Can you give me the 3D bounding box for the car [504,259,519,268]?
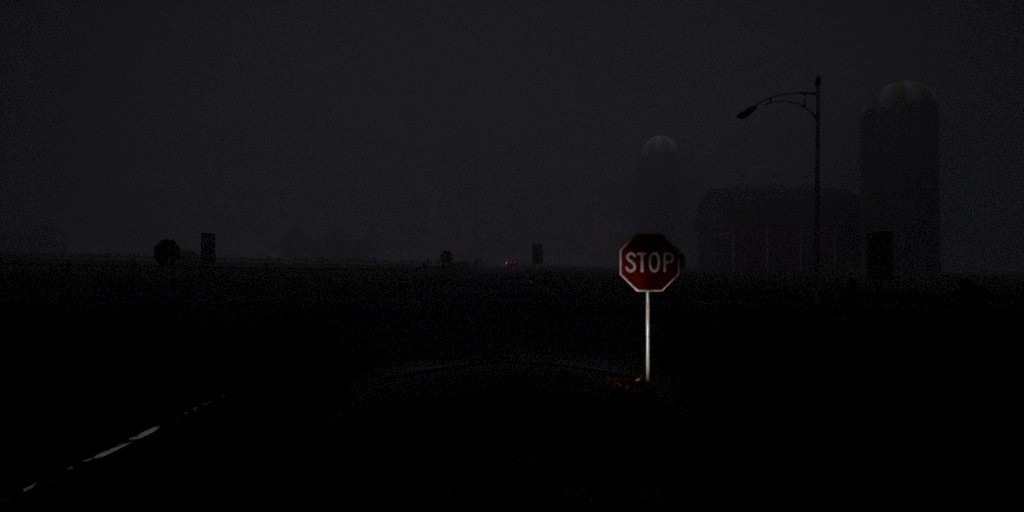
[{"bbox_3d":[0.082,1.232,61.513,2.128,1.511,4.902,0,0,-2],"label":"car"}]
